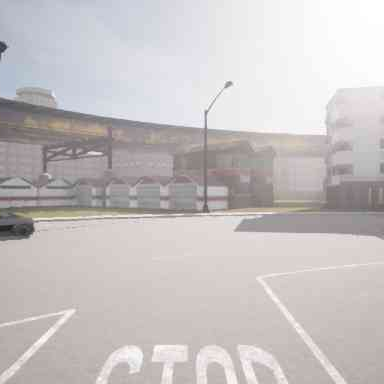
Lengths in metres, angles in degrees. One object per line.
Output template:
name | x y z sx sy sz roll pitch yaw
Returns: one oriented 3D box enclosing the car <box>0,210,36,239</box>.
car | -9.823 1.564 15.951 4.181 1.385 1.994 0 0 -37
